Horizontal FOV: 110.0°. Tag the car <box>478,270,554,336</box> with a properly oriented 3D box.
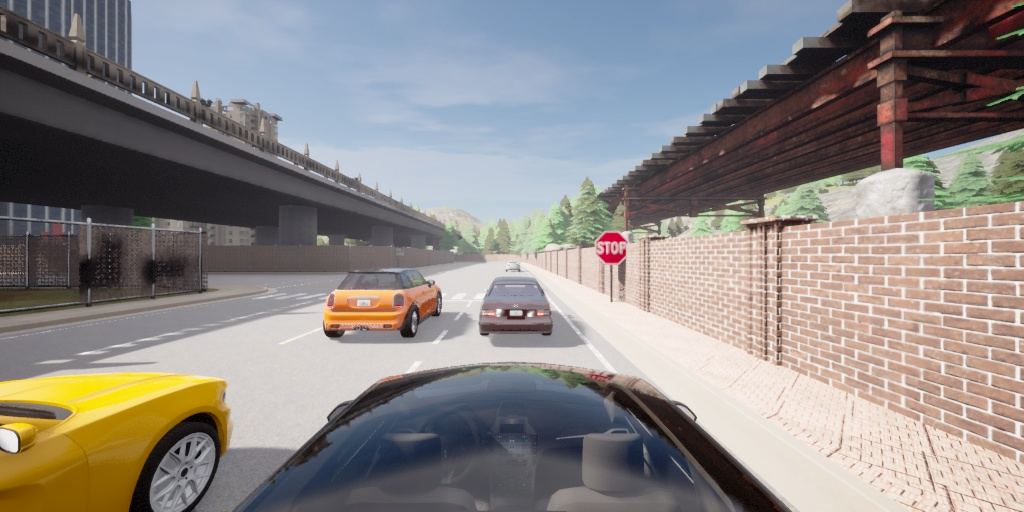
[{"bbox_3d":[0.090,1.297,10.390,2.033,1.411,5.357,0,0,0],"label":"car"}]

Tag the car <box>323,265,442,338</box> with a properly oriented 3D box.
[{"bbox_3d":[-3.411,1.102,10.371,2.097,1.767,4.553,0,0,0],"label":"car"}]

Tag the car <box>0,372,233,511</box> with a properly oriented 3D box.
[{"bbox_3d":[-3.398,1.228,1.114,1.882,1.535,5.008,0,0,0],"label":"car"}]

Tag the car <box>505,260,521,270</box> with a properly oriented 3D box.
[{"bbox_3d":[0.125,1.276,46.264,1.812,1.442,4.674,0,0,-1],"label":"car"}]
